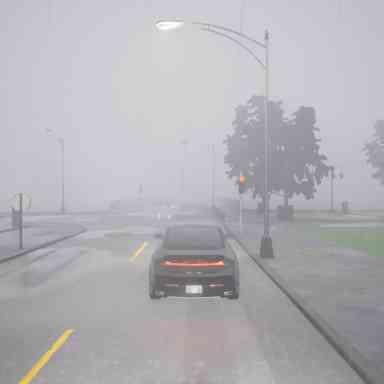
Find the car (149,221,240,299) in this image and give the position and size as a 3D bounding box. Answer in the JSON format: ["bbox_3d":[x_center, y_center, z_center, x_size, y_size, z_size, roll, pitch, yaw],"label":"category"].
[{"bbox_3d":[0.056,1.505,8.411,1.837,1.490,4.892,0,0,0],"label":"car"}]

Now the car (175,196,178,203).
[{"bbox_3d":[-4.100,1.601,60.237,1.895,1.301,4.718,0,0,0],"label":"car"}]

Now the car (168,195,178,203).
[{"bbox_3d":[-4.035,1.500,70.451,1.837,1.490,4.892,0,0,0],"label":"car"}]

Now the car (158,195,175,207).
[{"bbox_3d":[-4.120,1.505,50.844,1.837,1.490,4.892,0,0,0],"label":"car"}]
